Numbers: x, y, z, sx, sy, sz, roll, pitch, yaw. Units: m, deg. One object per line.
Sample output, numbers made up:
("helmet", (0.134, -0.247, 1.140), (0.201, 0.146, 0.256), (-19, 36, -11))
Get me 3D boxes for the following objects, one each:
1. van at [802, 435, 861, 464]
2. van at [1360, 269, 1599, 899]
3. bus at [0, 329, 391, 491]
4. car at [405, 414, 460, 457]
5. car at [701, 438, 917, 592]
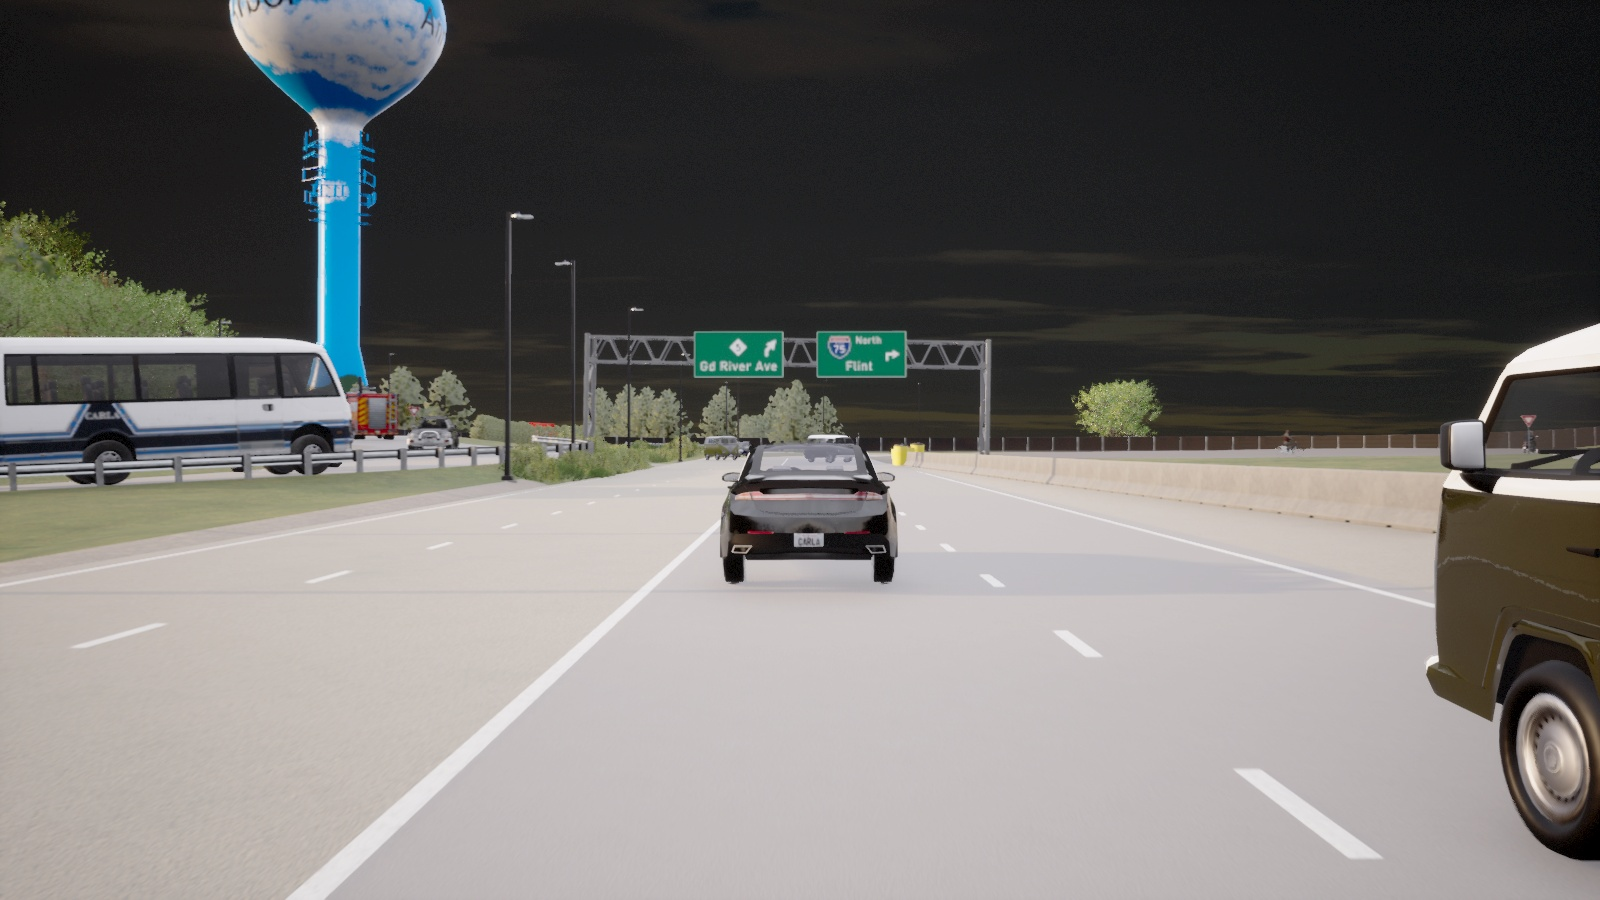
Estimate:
("van", (2.214, -0.083, 90.417), (2.069, 2.038, 4.480), (-1, 1, -33))
("van", (3.535, 0.455, 3.379), (2.069, 2.038, 4.480), (0, 0, 0))
("bus", (-18.279, -1.271, 37.925), (10.273, 4.253, 3.944), (-4, 0, -41))
("car", (-16.909, -0.702, 57.986), (1.932, 1.855, 4.605), (0, 2, -10))
("car", (0.100, 0.624, 14.801), (2.128, 1.511, 4.902), (0, 0, 0))
